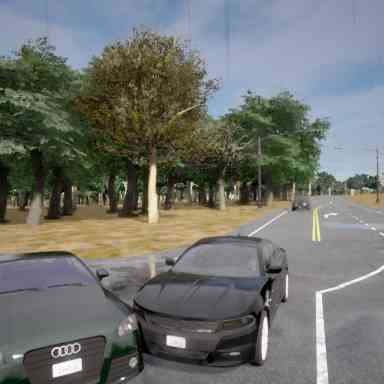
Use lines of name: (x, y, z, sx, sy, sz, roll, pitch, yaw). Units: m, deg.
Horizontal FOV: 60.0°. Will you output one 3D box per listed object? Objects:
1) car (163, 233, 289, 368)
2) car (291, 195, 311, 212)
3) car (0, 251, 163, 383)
car: (0.706, 1.614, 6.337, 1.882, 1.535, 5.008, -1, -2, 21)
car: (14.194, 1.449, 43.172, 2.150, 2.045, 5.566, -1, 0, 21)
car: (-2.335, 1.644, 5.028, 1.994, 1.385, 4.181, 2, -2, -33)
